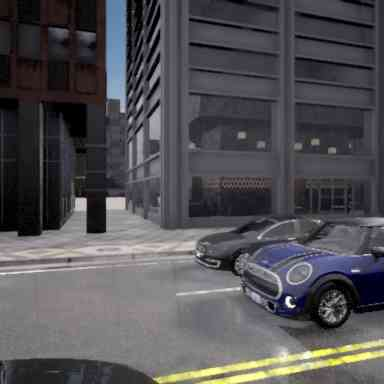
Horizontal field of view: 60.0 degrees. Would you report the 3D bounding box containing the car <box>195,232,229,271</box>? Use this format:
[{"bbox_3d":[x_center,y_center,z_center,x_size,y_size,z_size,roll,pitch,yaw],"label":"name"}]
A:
[{"bbox_3d":[2.507,1.482,9.895,4.892,1.490,1.837,0,0,-17],"label":"car"}]

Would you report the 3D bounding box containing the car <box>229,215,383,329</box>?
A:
[{"bbox_3d":[3.323,1.332,6.746,4.553,1.767,2.097,0,0,-17],"label":"car"}]

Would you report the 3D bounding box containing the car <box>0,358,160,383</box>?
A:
[{"bbox_3d":[-2.305,1.508,1.437,4.892,1.490,1.837,0,0,-17],"label":"car"}]
